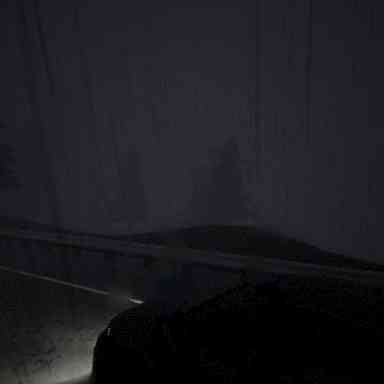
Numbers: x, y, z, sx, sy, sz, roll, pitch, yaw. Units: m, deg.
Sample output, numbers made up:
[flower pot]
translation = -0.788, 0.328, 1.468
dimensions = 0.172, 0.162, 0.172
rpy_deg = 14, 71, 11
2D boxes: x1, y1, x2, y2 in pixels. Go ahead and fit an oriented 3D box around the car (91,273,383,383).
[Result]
[car]
translation = 0.963, 1.557, 3.239
dimensions = 4.181, 1.385, 1.994
rpy_deg = 0, 0, 35
